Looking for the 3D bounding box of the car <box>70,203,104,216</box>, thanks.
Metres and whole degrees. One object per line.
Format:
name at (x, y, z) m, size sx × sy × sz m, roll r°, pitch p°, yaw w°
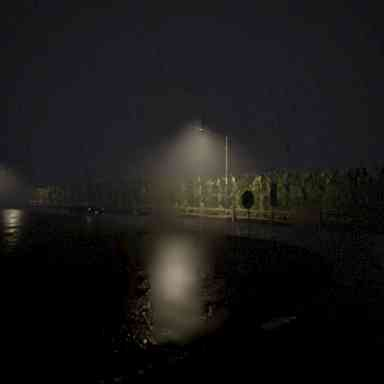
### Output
car at (-11.235, 1.809, 35.549) m, size 1.895 × 1.301 × 4.718 m, roll 1°, pitch -1°, yaw -43°
